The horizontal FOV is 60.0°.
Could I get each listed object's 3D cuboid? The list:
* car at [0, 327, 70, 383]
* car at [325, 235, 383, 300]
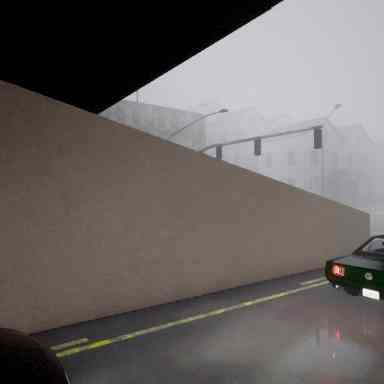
[{"bbox_3d":[-3.112,1.492,1.541,4.902,1.511,2.128,0,0,-35],"label":"car"},{"bbox_3d":[5.133,1.601,7.437,4.718,1.301,1.895,0,0,-35],"label":"car"}]
